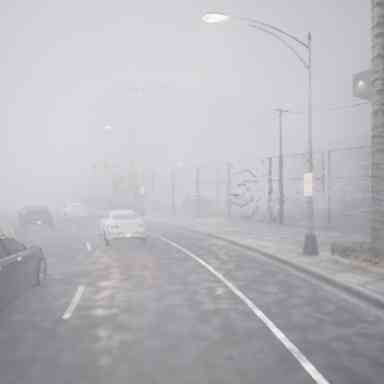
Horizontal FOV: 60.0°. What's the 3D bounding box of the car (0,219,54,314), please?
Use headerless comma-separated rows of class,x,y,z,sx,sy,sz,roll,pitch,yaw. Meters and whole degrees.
car,-4.276,1.538,6.419,1.837,1.490,4.892,0,0,-9

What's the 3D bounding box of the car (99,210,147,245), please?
car,-3.382,1.565,15.939,1.812,1.442,4.674,0,0,-19

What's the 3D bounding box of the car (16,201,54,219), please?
car,-10.449,1.595,22.176,1.837,1.490,4.892,0,0,-31

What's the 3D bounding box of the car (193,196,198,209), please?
car,0.508,1.307,45.496,2.185,1.767,4.553,0,0,-35

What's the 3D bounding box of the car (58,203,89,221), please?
car,-10.016,1.621,28.063,1.812,1.442,4.674,0,0,-33
